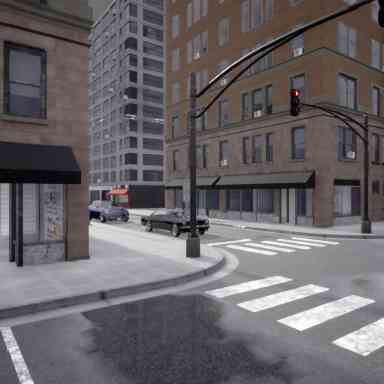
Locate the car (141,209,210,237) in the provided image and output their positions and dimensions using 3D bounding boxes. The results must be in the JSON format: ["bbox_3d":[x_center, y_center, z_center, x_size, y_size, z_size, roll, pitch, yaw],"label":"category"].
[{"bbox_3d":[-1.046,1.665,18.813,1.895,1.301,4.718,0,0,-35],"label":"car"}]

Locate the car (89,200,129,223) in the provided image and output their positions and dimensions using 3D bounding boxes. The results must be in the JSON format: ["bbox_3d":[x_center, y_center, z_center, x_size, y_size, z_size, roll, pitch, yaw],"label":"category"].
[{"bbox_3d":[-6.812,1.460,26.815,2.097,1.767,4.553,0,0,-36],"label":"car"}]
